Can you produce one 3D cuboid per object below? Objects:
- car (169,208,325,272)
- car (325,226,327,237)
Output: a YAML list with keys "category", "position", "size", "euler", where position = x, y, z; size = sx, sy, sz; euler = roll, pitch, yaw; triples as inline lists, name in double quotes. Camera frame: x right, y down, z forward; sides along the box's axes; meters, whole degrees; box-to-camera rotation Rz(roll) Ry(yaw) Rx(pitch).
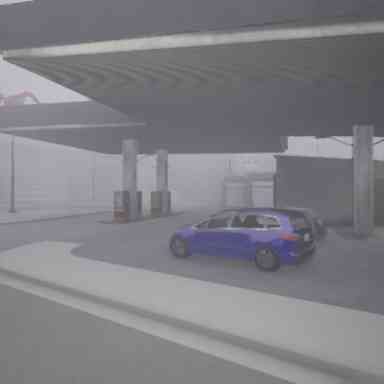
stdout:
- category: "car"
  position: [1.414, 1.312, 10.525]
  size: [4.611, 1.667, 2.242]
  euler: [0, 0, 36]
- category: "car"
  position: [4.171, 1.483, 15.623]
  size: [3.806, 1.475, 1.970]
  euler: [0, 0, 36]
